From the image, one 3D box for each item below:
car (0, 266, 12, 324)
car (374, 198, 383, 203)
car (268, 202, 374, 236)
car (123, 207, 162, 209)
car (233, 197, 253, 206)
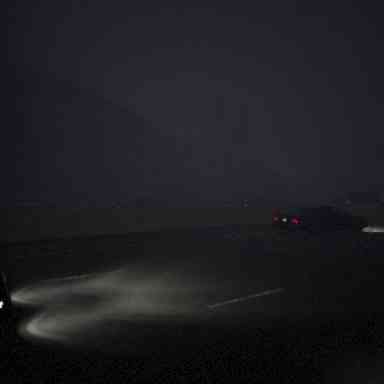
[{"bbox_3d":[-5.036,1.254,4.498,4.553,1.767,2.097,0,1,-36],"label":"car"},{"bbox_3d":[16.889,0.958,33.929,5.566,2.045,2.150,0,1,-25],"label":"car"},{"bbox_3d":[6.698,1.396,17.202,5.357,1.411,2.033,0,1,-27],"label":"car"},{"bbox_3d":[-4.959,1.103,34.097,5.357,1.411,2.033,0,1,-31],"label":"car"},{"bbox_3d":[6.361,1.192,32.499,4.674,1.442,1.812,0,1,-28],"label":"car"}]
